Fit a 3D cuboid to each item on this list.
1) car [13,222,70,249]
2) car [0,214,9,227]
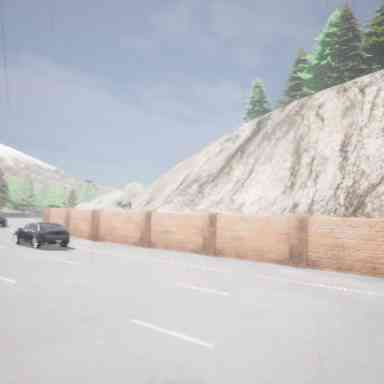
[{"bbox_3d":[-9.279,2.578,20.391,4.892,1.490,1.837,-1,-5,42],"label":"car"},{"bbox_3d":[-23.265,3.395,39.916,1.837,1.490,4.892,3,-4,-24],"label":"car"}]
